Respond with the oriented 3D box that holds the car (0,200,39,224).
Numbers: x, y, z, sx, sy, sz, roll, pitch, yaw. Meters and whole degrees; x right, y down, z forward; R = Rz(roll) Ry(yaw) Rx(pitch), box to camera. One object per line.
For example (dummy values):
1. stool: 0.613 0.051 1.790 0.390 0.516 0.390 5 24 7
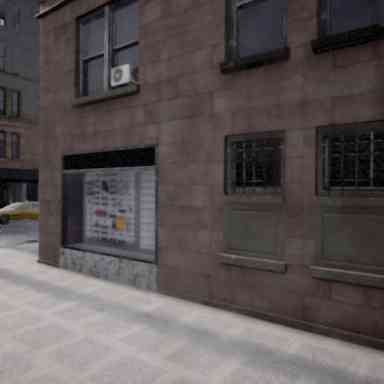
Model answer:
1. car: -11.143 1.240 21.798 1.752 1.417 4.829 1 0 36
